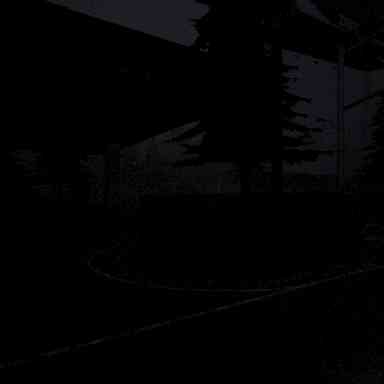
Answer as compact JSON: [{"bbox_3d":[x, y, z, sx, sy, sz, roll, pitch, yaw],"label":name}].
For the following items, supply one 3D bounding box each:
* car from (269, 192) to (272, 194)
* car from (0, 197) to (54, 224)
[{"bbox_3d":[6.216,1.050,28.679,2.150,2.045,5.566,0,1,-34],"label":"car"},{"bbox_3d":[-11.987,1.313,23.469,3.866,1.878,1.905,0,0,-36],"label":"car"}]
